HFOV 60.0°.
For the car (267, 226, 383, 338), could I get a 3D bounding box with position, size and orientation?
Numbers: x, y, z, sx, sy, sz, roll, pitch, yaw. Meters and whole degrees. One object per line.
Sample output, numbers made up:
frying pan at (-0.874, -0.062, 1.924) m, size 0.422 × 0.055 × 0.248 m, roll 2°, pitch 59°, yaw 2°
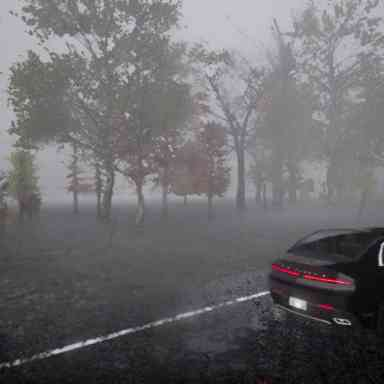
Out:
car at (3.563, 1.424, 6.497) m, size 4.892 × 1.490 × 1.837 m, roll -1°, pitch 0°, yaw -36°
